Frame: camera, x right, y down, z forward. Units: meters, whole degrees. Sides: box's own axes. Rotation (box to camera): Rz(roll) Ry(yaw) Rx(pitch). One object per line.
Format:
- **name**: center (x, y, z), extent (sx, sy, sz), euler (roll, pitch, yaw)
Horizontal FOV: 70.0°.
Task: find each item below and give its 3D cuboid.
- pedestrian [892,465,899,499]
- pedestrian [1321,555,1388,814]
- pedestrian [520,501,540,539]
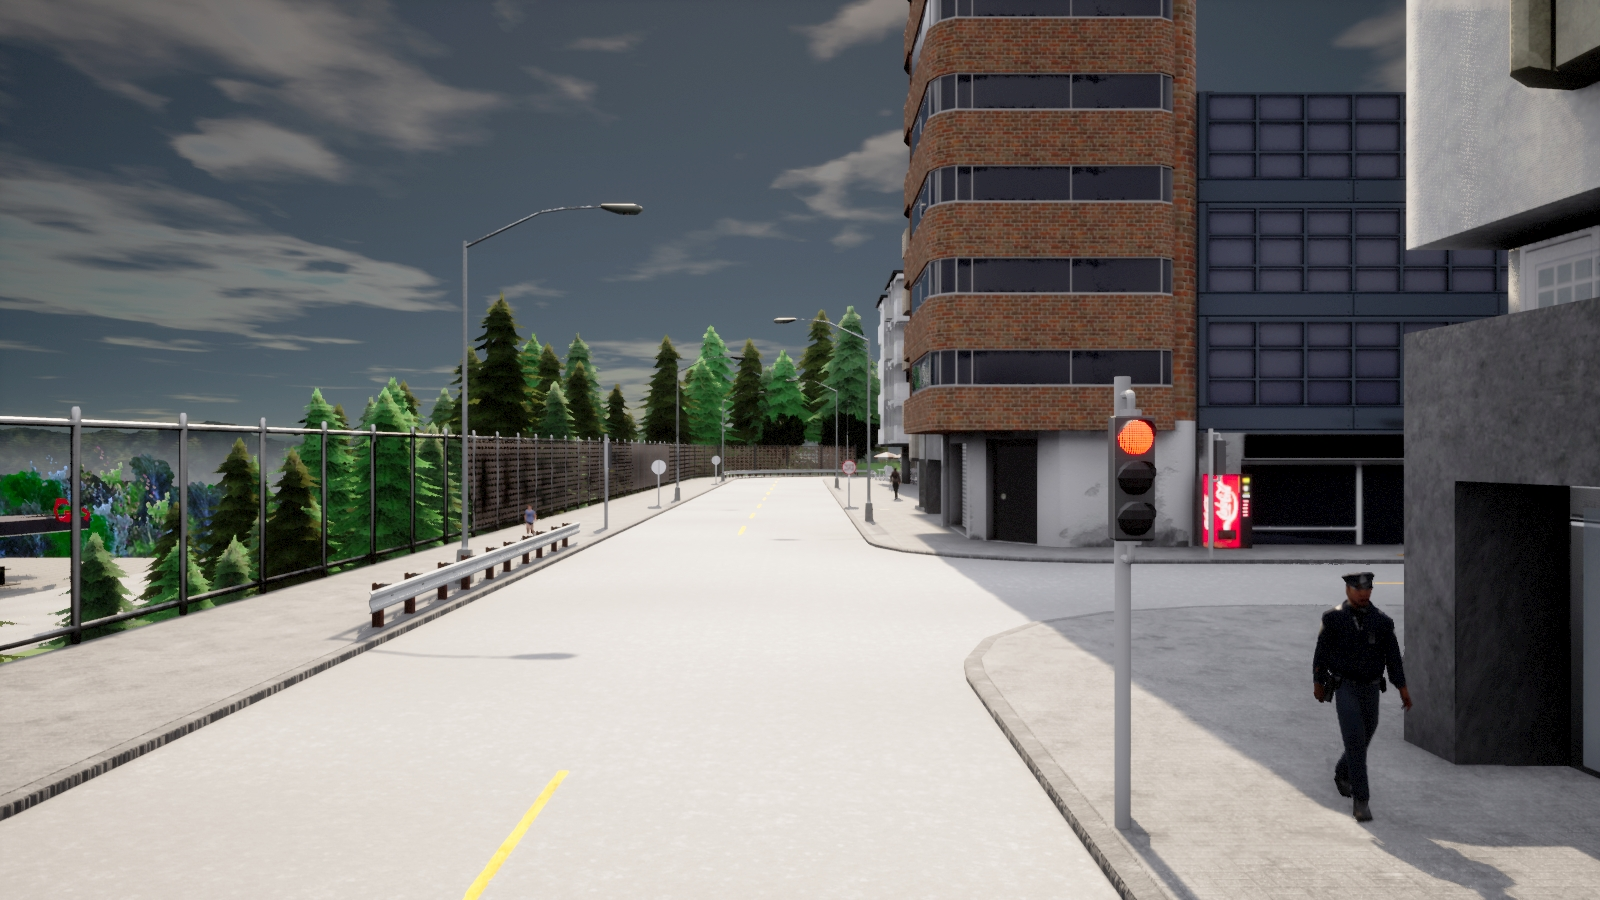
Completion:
- **pedestrian**: center (5.136, 1.720, 61.396), extent (0.375, 1.860, 0.375), euler (0, 0, 3)
- **pedestrian**: center (4.169, 1.743, 8.600), extent (0.375, 1.860, 0.375), euler (0, 0, 12)
- **pedestrian**: center (-8.159, 2.111, 34.498), extent (0.500, 1.100, 0.500), euler (0, 0, 0)
